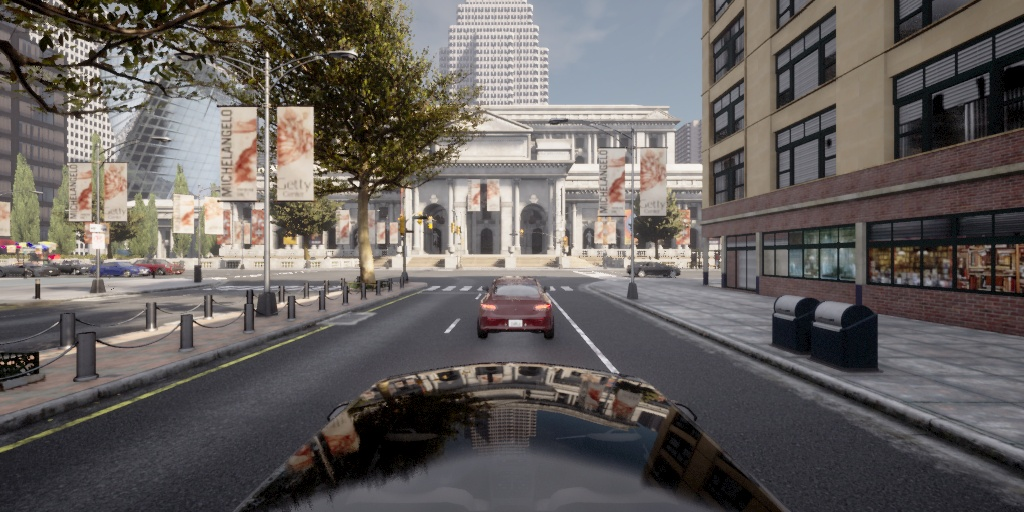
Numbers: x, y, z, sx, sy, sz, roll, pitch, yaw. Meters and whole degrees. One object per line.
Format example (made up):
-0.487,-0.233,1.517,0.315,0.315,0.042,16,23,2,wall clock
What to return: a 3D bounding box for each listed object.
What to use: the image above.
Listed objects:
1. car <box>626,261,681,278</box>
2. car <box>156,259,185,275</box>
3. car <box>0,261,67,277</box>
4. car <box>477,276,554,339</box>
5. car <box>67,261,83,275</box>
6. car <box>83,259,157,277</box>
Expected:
13.268,1.254,33.645,4.892,1.490,1.837,0,0,1,car
-37.295,1.102,37.701,4.553,1.767,2.097,0,0,0,car
-46.089,1.314,34.235,4.181,1.385,1.994,0,0,-1,car
0.115,1.276,9.996,1.812,1.442,4.674,0,0,1,car
-46.249,1.241,37.743,4.902,1.511,2.128,0,0,0,car
-37.329,1.276,34.206,4.674,1.442,1.812,0,0,0,car
